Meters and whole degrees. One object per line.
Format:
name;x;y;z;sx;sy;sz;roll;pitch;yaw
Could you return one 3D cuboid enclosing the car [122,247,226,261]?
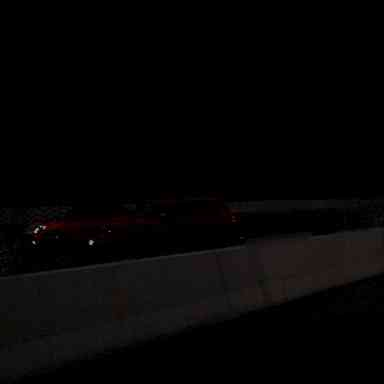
car;-0.893;1.219;11.953;5.566;2.045;2.150;0;0;-36
